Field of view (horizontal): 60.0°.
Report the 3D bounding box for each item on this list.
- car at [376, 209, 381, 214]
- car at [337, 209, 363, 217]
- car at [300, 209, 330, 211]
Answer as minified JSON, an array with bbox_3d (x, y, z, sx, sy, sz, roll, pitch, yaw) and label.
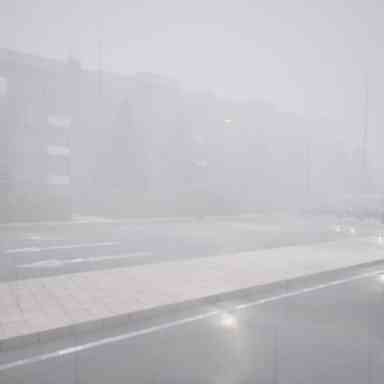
[{"bbox_3d":[16.066,1.690,25.210,4.718,1.301,1.895,1,-1,-36],"label":"car"},{"bbox_3d":[14.054,1.650,28.074,4.181,1.385,1.994,1,-1,-36],"label":"car"},{"bbox_3d":[11.992,1.694,30.902,4.718,1.301,1.895,1,-1,-36],"label":"car"}]
